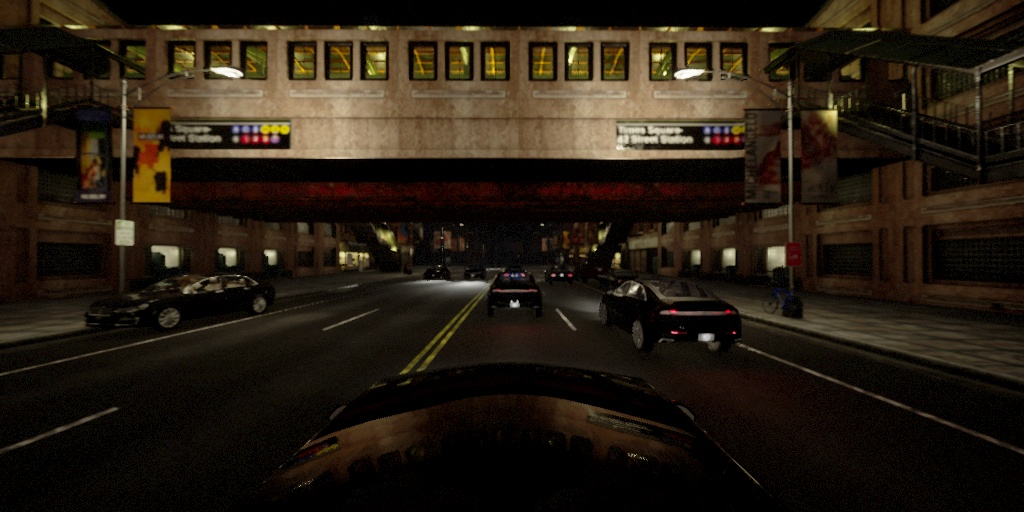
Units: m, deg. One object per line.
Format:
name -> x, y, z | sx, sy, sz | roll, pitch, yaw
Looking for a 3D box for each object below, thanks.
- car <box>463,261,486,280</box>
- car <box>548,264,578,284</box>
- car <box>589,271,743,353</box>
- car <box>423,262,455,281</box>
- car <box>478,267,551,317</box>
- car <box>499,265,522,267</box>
car -> -3.460, 1.485, 34.170 | 2.128, 1.511, 4.902 | 0, 0, 0
car -> 3.721, 1.503, 29.174 | 2.033, 1.411, 5.357 | 0, 0, 0
car -> 3.582, 1.297, 9.013 | 2.128, 1.511, 4.902 | 0, 0, 0
car -> -6.960, 1.555, 33.724 | 1.994, 1.385, 4.181 | 0, 0, 0
car -> 0.106, 1.332, 13.679 | 2.128, 1.511, 4.902 | 0, 0, 0
car -> 0.221, 1.503, 29.130 | 2.033, 1.411, 5.357 | 0, 0, 0
